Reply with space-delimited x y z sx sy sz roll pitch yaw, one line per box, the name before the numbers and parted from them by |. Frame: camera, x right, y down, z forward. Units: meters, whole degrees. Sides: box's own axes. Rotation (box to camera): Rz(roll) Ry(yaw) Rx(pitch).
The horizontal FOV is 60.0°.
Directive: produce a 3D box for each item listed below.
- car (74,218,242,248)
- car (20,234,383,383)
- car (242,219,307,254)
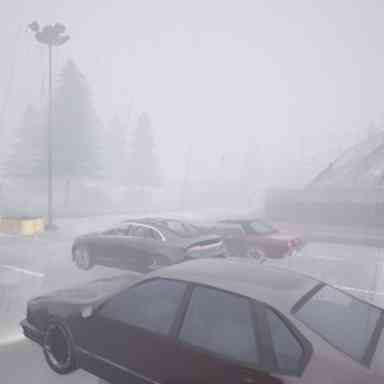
car | -1.381 1.484 9.280 4.902 1.511 2.128 0 0 36
car | 0.199 1.545 3.853 5.357 1.411 2.033 0 0 36
car | 1.358 1.593 11.626 4.718 1.301 1.895 0 0 36
